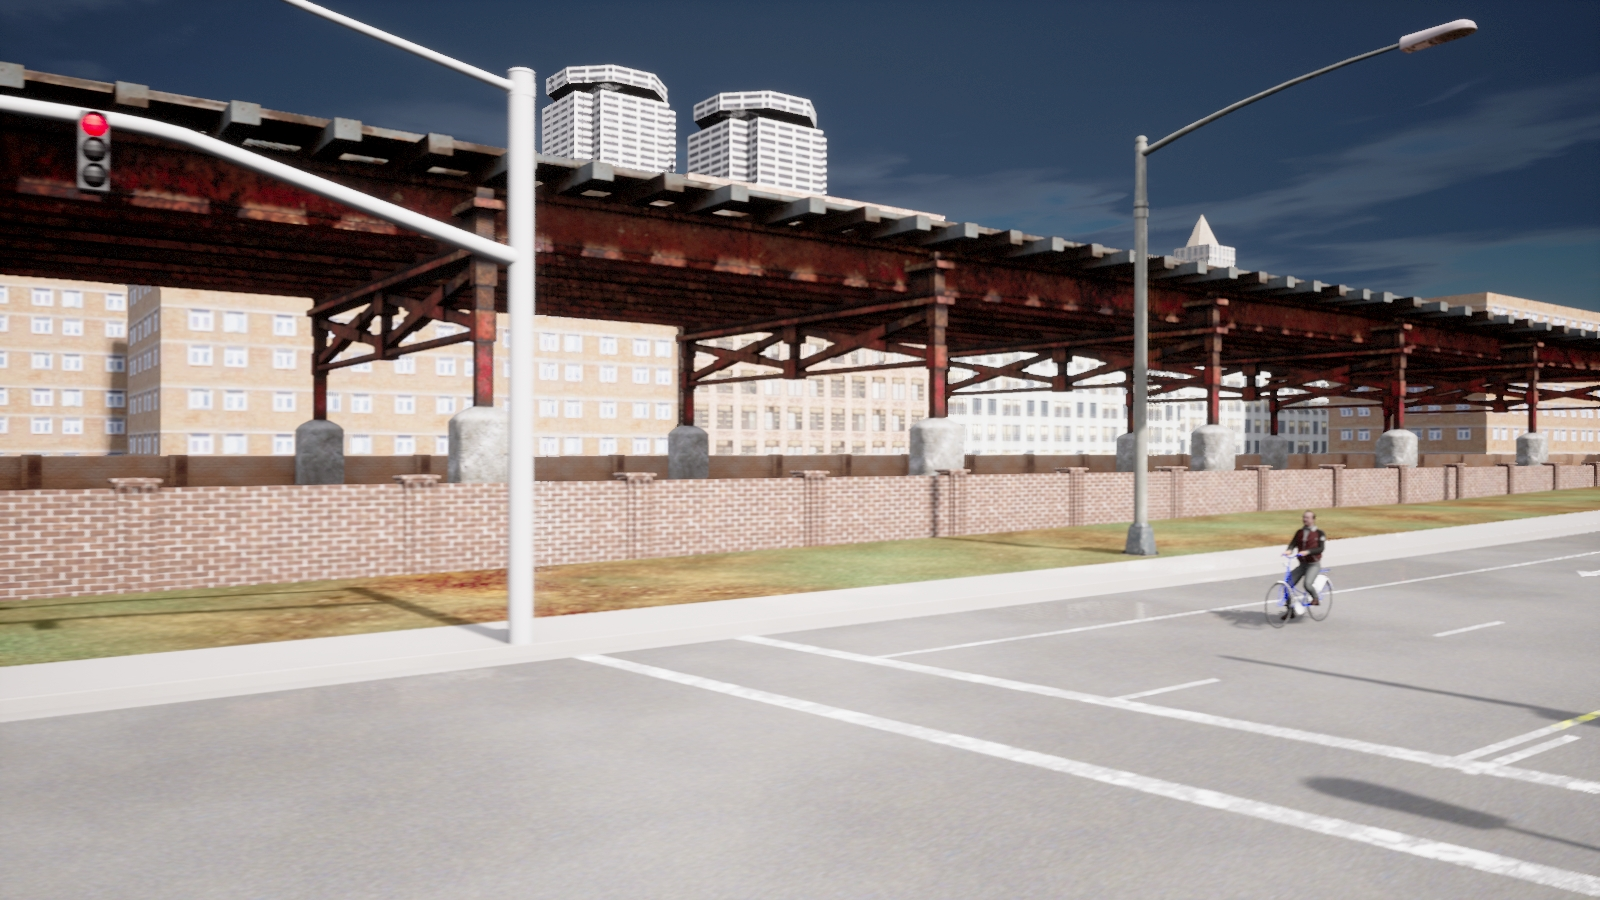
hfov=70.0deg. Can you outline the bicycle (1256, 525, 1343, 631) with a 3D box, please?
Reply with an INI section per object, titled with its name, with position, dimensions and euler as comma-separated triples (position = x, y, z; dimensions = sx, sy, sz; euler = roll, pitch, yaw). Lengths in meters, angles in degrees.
[bicycle]
position = 7.781, 1.953, 17.764
dimensions = 1.835, 1.496, 0.329
euler = 0, 0, -35
